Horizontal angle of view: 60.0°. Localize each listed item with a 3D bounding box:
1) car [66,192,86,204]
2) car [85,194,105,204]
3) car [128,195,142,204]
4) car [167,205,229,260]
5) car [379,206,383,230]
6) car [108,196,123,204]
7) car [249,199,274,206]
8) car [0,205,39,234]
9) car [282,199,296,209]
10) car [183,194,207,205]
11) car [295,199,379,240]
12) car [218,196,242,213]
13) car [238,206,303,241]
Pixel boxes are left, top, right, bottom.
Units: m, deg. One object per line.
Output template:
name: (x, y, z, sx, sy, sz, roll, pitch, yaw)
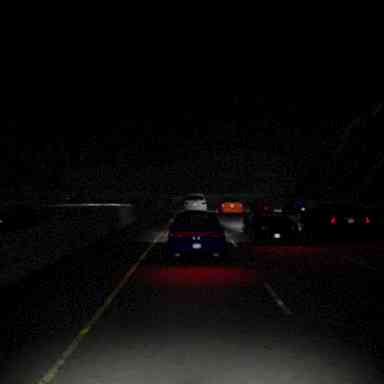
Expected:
car: (-20.657, 1.104, 59.866, 2.150, 2.045, 5.566, 0, 0, 1)
car: (-17.150, 1.446, 59.764, 1.994, 1.385, 4.181, 0, 0, 1)
car: (-10.145, 1.370, 59.750, 1.882, 1.535, 5.008, 0, 0, 1)
car: (0.163, 1.459, 12.407, 1.882, 1.535, 5.008, 0, 0, 0)
car: (10.701, 1.480, 17.963, 2.128, 1.511, 4.902, 0, 0, 0)
car: (-13.649, 1.451, 59.575, 1.994, 1.385, 4.181, 0, 0, 1)
car: (7.305, 1.435, 35.153, 1.882, 1.535, 5.008, 0, 0, 0)
car: (-10.492, 1.480, 19.119, 1.812, 1.442, 4.674, 0, 0, 0)
car: (10.789, 1.489, 34.599, 1.812, 1.442, 4.674, 0, 0, 0)
car: (0.290, 1.172, 32.611, 2.150, 2.045, 5.566, 0, 0, 0)
car: (7.195, 1.337, 17.135, 2.097, 1.767, 4.553, 0, 0, 0)
car: (3.793, 1.306, 33.335, 2.097, 1.767, 4.553, 0, 0, 0)
car: (3.692, 1.581, 16.537, 1.895, 1.301, 4.718, 0, 0, 0)
